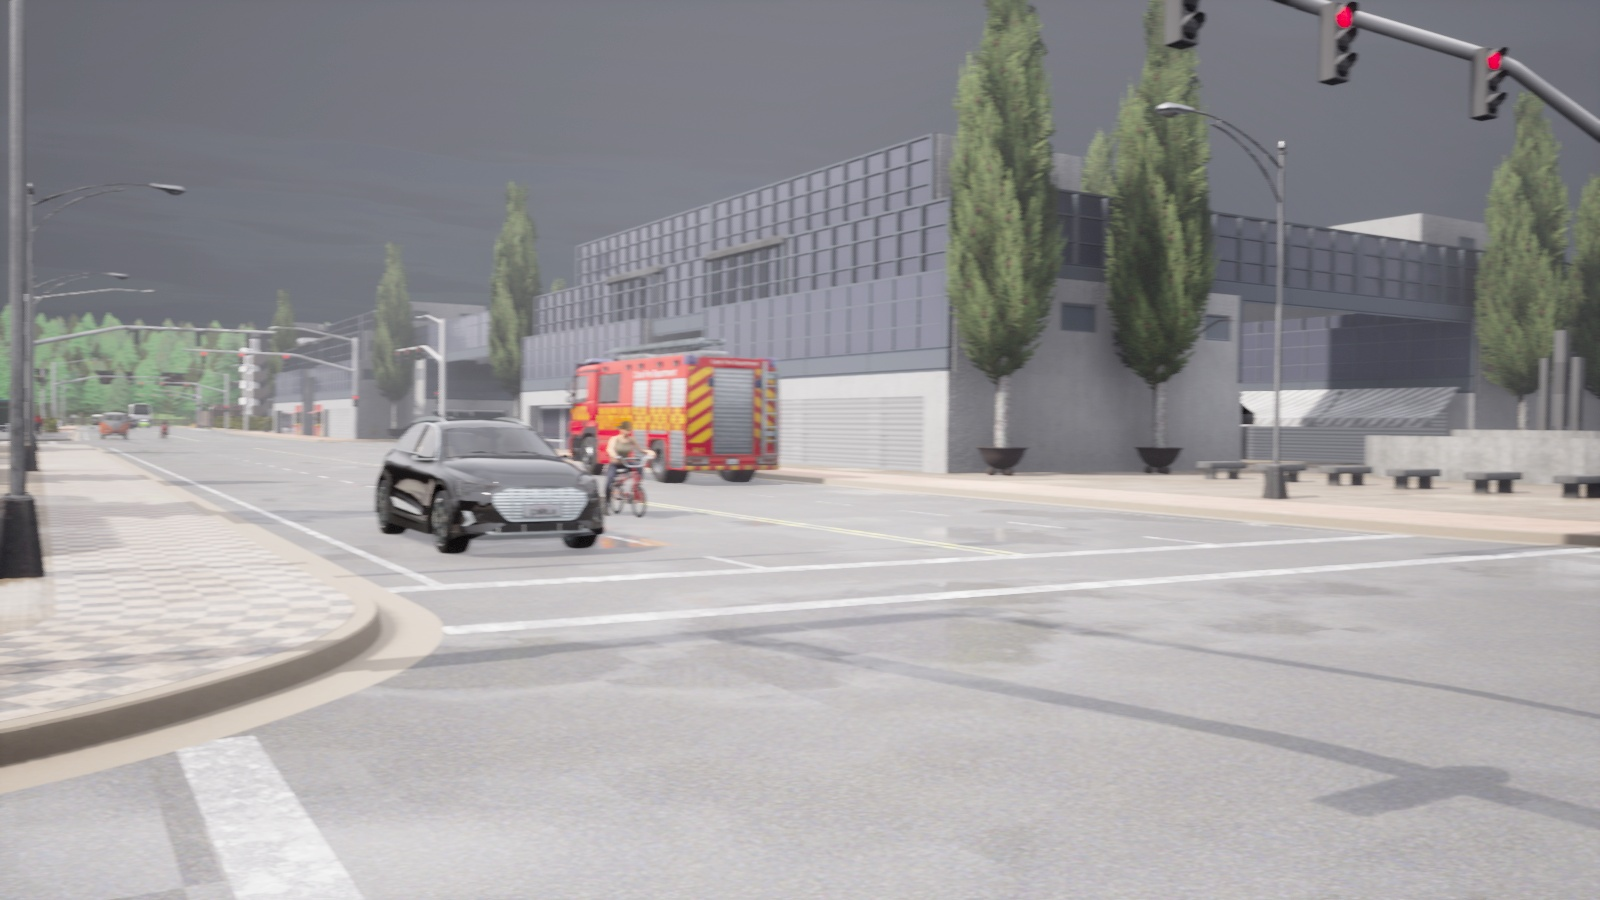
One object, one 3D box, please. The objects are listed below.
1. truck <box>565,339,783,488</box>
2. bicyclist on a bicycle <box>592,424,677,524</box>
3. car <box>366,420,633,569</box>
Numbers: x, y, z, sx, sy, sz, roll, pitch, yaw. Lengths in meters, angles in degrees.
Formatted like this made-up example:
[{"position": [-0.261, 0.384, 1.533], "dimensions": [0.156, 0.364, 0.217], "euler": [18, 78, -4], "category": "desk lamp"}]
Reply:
[{"position": [-3.896, -1.002, 36.468], "dimensions": [2.891, 3.827, 8.468], "euler": [-1, 1, -31], "category": "truck"}, {"position": [-2.805, 0.371, 21.176], "dimensions": [0.866, 1.612, 1.509], "euler": [-1, 1, -31], "category": "bicyclist on a bicycle"}, {"position": [-4.138, 0.462, 16.605], "dimensions": [2.033, 1.649, 4.856], "euler": [-1, 1, -31], "category": "car"}]
